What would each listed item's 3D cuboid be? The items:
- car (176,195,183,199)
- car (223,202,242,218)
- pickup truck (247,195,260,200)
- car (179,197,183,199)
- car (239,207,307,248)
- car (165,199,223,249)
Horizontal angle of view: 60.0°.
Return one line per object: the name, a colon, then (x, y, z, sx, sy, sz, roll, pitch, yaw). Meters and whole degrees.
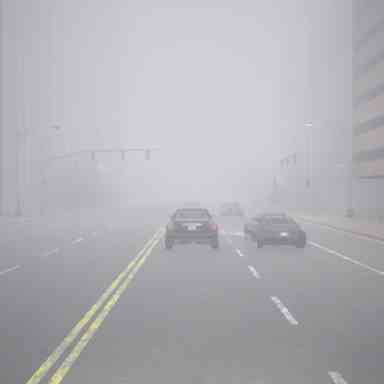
car: (-3.500, 1.493, 94.045, 1.837, 1.490, 4.892, 0, 0, 0)
car: (3.500, 1.562, 29.650, 2.033, 1.411, 5.357, 0, 0, 0)
pickup truck: (16.622, 1.058, 88.674, 2.390, 2.098, 6.274, 0, 0, 31)
car: (0.000, 1.484, 29.650, 1.882, 1.535, 5.008, 0, 0, 0)
car: (3.500, 1.571, 14.650, 1.994, 1.385, 4.181, 0, 0, 0)
car: (0.000, 1.365, 14.620, 2.097, 1.767, 4.553, 0, 0, 0)
